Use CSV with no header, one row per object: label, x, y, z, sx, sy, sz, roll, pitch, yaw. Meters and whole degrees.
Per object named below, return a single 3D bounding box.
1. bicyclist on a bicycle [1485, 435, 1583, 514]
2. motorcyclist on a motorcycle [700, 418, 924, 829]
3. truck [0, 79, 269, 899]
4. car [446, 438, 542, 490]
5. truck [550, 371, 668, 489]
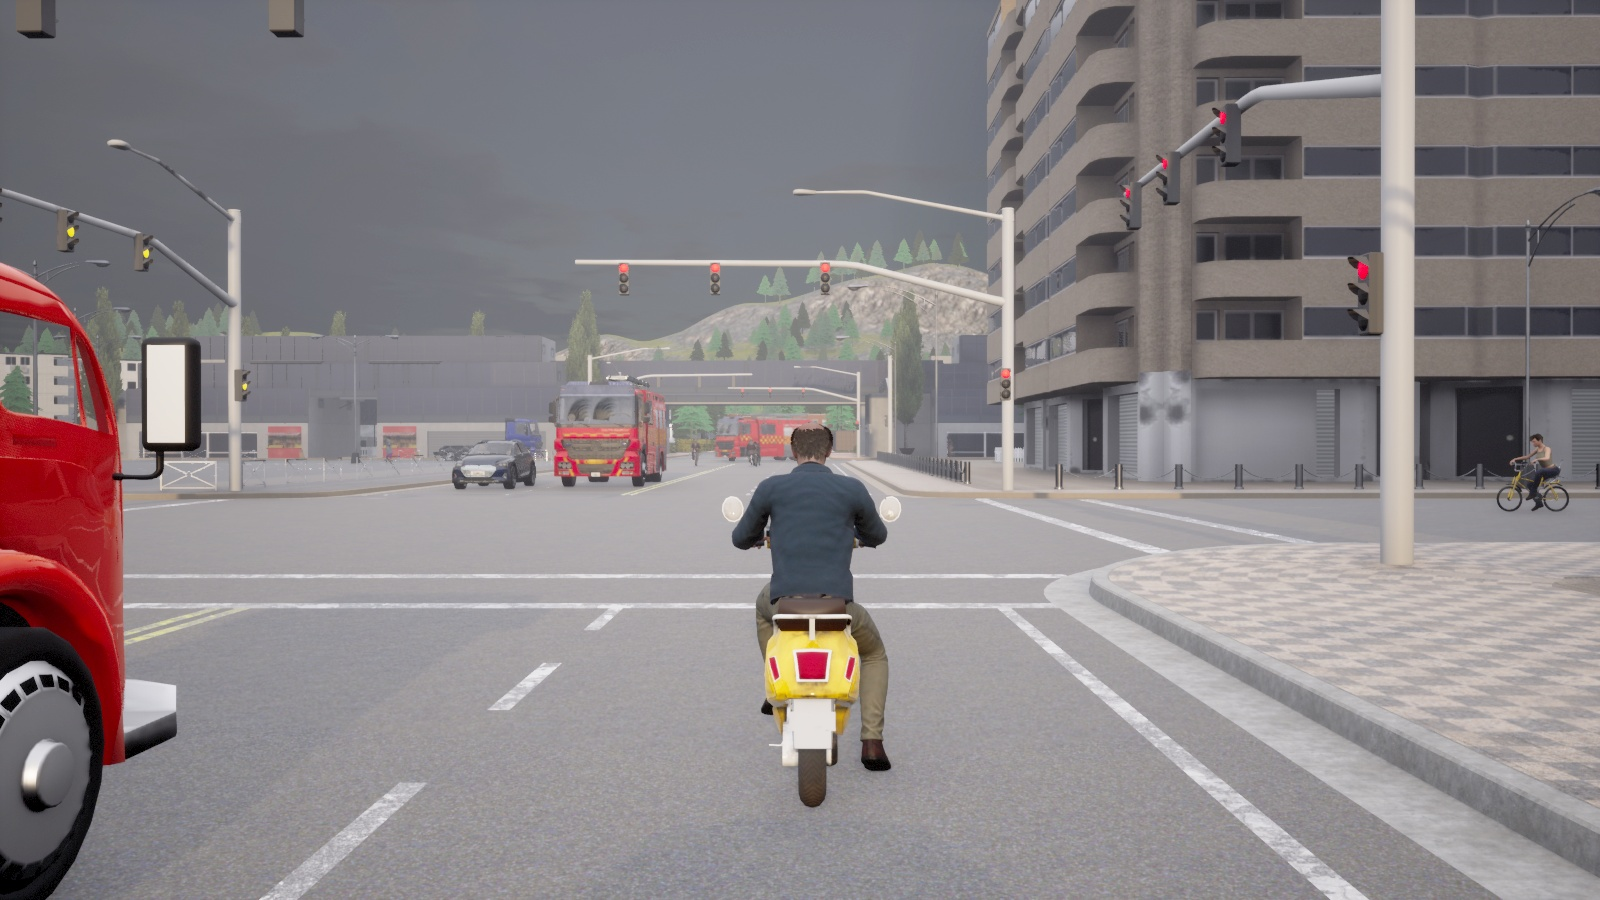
bicyclist on a bicycle,15.104,0.494,25.880,1.509,1.612,0.866,0,0,0
motorcyclist on a motorcycle,0.053,0.667,5.772,0.866,1.590,1.817,0,0,0
truck,-3.468,0.243,2.454,2.627,2.467,5.204,0,0,0
car,-10.209,0.430,42.256,2.033,1.649,4.856,0,0,0
truck,-6.689,-0.679,45.253,2.891,3.827,8.468,0,0,0
